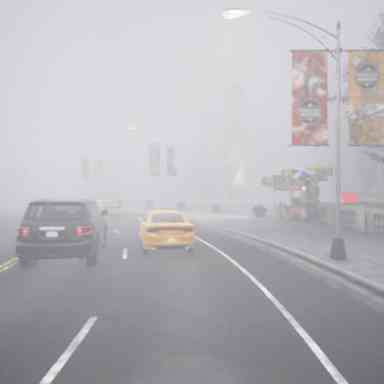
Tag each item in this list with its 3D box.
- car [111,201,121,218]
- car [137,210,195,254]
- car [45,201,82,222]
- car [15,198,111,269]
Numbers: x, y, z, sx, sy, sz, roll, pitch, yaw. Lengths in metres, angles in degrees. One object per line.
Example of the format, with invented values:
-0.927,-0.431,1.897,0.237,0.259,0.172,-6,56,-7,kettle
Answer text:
-7.917,1.474,29.456,1.882,1.535,5.008,0,0,-33,car
-1.179,1.477,13.722,1.882,1.535,5.008,0,0,-11,car
-10.563,1.500,27.169,1.837,1.490,4.892,1,0,-33,car
-4.205,1.219,11.485,2.150,2.045,5.566,0,0,-10,car
